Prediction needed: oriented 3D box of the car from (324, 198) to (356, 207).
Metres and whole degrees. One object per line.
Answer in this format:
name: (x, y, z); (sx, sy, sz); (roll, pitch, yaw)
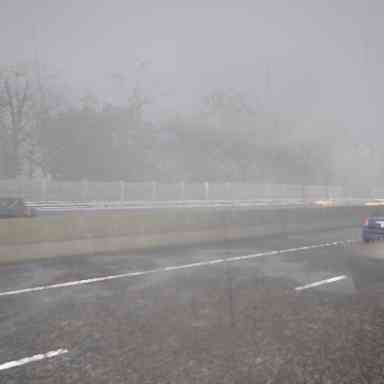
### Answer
car: (20.092, 1.691, 44.108); (4.674, 1.442, 1.812); (0, 0, -35)

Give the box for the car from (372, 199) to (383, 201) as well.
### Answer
car: (23.837, 1.652, 42.480); (5.008, 1.535, 1.882); (1, 0, -35)

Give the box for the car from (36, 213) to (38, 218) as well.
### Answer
car: (-12.394, 1.508, 20.945); (4.892, 1.490, 1.837); (-1, 1, -35)

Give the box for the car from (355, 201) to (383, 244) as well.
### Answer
car: (9.678, 1.413, 14.959); (4.553, 1.767, 2.097); (0, 0, -36)

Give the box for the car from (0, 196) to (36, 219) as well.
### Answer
car: (-11.470, 1.224, 17.309); (5.566, 2.045, 2.150); (0, 0, -36)

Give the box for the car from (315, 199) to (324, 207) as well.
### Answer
car: (19.831, 1.653, 48.212); (5.008, 1.535, 1.882); (1, 0, -35)

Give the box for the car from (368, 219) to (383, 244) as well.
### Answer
car: (7.020, 1.530, 8.758); (4.902, 1.511, 2.128); (0, 0, -36)
